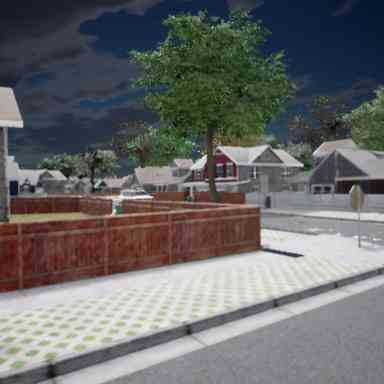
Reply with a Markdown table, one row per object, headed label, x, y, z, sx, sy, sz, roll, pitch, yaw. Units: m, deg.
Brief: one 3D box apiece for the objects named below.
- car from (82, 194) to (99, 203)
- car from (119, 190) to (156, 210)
| label | x | y | z | sx | sy | sz | roll | pitch | yaw |
| --- | --- | --- | --- | --- | --- | --- | --- | --- | --- |
| car | -15.178 | 0.951 | 49.375 | 1.895 | 1.301 | 4.718 | -2 | 1 | -30 |
| car | -5.905 | 0.778 | 35.319 | 2.150 | 2.045 | 5.566 | -2 | 2 | -34 |
